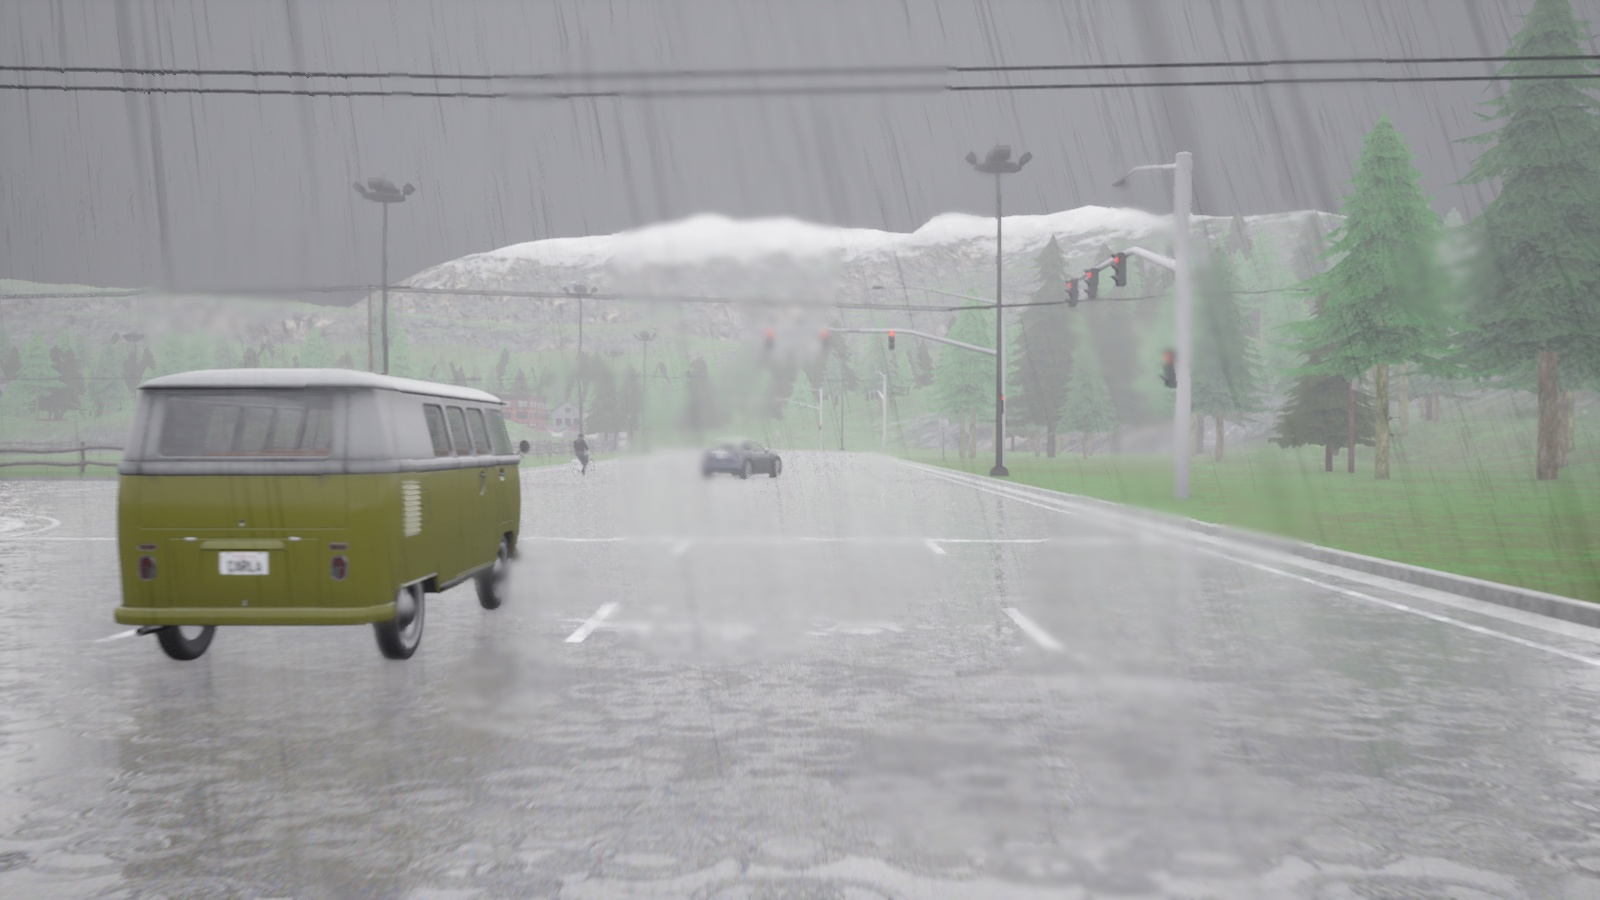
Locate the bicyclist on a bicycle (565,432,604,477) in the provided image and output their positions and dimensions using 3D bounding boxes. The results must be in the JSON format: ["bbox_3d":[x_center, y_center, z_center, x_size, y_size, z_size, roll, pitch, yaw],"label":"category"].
[{"bbox_3d":[-8.654,0.166,50.499,0.659,1.776,1.843,-1,0,20],"label":"bicyclist on a bicycle"}]

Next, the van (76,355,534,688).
[{"bbox_3d":[-3.428,0.410,9.724,1.775,1.987,4.442,0,1,0],"label":"van"}]

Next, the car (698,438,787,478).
[{"bbox_3d":[-2.152,0.286,48.192,1.970,1.475,3.806,0,1,22],"label":"car"}]
